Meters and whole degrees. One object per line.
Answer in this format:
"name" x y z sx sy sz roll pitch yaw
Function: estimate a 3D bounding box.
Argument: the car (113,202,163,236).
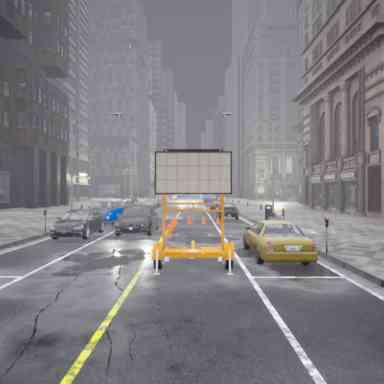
"car" -2.921 1.507 18.340 1.837 1.490 4.892 0 0 0

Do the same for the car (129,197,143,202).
"car" -5.647 1.319 28.013 2.192 1.841 5.009 0 0 0

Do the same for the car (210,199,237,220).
"car" 2.894 1.555 27.961 2.008 1.369 4.403 0 0 0

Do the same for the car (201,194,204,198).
"car" 3.044 1.556 61.110 1.887 1.381 4.507 0 0 0

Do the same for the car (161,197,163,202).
"car" -5.556 1.553 50.115 1.887 1.381 4.507 0 0 0

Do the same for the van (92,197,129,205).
"van" -5.670 1.344 22.488 1.690 1.788 3.998 0 0 0

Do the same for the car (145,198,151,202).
"car" -5.625 1.550 33.539 1.887 1.381 4.507 0 0 0

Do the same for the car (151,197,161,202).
"car" -5.580 1.532 44.420 1.752 1.417 4.829 0 0 0

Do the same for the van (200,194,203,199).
"van" 3.070 1.355 66.635 1.690 1.788 3.998 0 0 0

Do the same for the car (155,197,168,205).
"car" -5.511 1.556 61.165 1.887 1.381 4.507 0 0 0

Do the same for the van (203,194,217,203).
"van" 2.995 1.349 50.061 1.690 1.788 3.998 0 0 0

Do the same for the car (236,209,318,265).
"car" 2.820 1.527 11.556 1.752 1.417 4.829 0 0 0

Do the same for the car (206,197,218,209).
"car" 2.944 1.588 39.010 1.802 1.307 4.206 0 0 0

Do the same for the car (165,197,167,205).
"car" -5.533 1.554 55.640 1.887 1.381 4.507 0 0 0

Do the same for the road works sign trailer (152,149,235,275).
"road works sign trailer" 0.045 0.466 10.436 2.380 3.560 2.880 0 0 0

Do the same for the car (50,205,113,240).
"car" -5.694 1.553 16.962 2.008 1.369 4.403 0 0 0
